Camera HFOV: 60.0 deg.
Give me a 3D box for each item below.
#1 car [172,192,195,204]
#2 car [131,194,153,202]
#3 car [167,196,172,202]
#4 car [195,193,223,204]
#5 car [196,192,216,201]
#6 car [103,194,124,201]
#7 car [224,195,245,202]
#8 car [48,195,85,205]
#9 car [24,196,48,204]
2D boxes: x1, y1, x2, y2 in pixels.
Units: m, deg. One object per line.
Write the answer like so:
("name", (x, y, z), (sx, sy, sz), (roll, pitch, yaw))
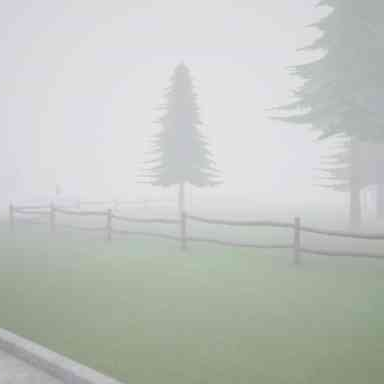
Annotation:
("car", (-0.479, 0.942, 58.322), (2.150, 2.045, 5.566), (0, 1, 35))
("car", (-9.757, 1.182, 65.273), (2.128, 1.511, 4.902), (0, 0, 34))
("car", (-2.515, 1.251, 61.525), (2.033, 1.411, 5.357), (0, 0, 35))
("car", (2.980, 1.248, 57.168), (1.812, 1.442, 4.674), (0, 0, 35))
("car", (2.941, 0.959, 69.545), (2.097, 1.767, 4.553), (0, 0, 35))
("car", (-16.070, 1.199, 68.403), (1.812, 1.442, 4.674), (0, 0, 34))
("car", (8.712, 1.279, 65.584), (1.895, 1.301, 4.718), (0, 0, 35))
("car", (-19.029, 1.240, 51.415), (1.882, 1.535, 5.008), (0, 0, 34))
("car", (-25.065, 1.350, 54.941), (1.895, 1.301, 4.718), (0, 0, 34))
